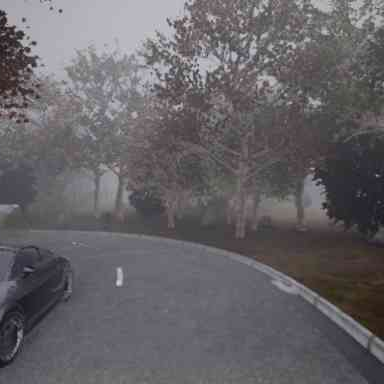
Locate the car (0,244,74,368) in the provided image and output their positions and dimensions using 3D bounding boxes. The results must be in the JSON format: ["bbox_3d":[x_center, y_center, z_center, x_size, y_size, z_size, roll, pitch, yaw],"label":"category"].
[{"bbox_3d":[-3.476,1.627,5.645,1.994,1.385,4.181,0,0,-4],"label":"car"}]
